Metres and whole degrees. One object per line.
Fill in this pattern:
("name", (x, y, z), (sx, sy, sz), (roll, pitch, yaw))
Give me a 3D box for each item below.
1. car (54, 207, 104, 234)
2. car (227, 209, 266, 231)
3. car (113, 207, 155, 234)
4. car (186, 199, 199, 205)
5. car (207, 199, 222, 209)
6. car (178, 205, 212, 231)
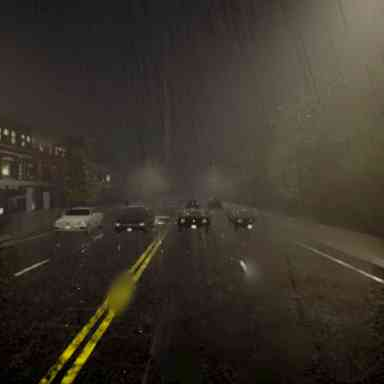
("car", (-6.597, 1.629, 19.997), (1.812, 1.442, 4.674), (0, 0, 0))
("car", (3.350, 1.710, 21.322), (1.895, 1.301, 4.718), (0, 0, 0))
("car", (-3.349, 1.653, 20.460), (2.033, 1.411, 5.357), (0, 0, 0))
("car", (0.102, 1.793, 49.488), (2.033, 1.411, 5.357), (0, 0, 0))
("car", (3.351, 1.736, 49.058), (2.128, 1.511, 4.902), (0, 0, 0))
("car", (0.100, 1.711, 21.355), (1.895, 1.301, 4.718), (0, 0, 0))
